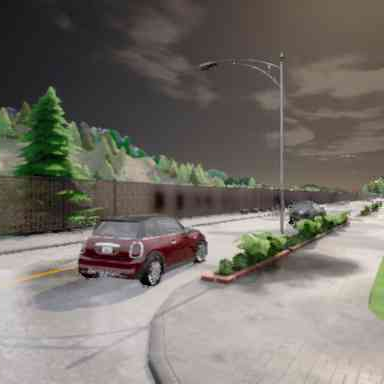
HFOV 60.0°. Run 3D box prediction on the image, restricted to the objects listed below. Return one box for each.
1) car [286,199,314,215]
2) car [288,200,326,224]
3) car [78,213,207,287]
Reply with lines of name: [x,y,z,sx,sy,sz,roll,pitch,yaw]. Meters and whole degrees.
car: [13.304,1.768,40.807,2.097,1.767,4.553,0,-1,33]
car: [9.447,1.629,27.029,2.097,1.767,4.553,0,-1,33]
car: [-1.188,1.450,9.990,2.097,1.767,4.553,0,-1,24]
